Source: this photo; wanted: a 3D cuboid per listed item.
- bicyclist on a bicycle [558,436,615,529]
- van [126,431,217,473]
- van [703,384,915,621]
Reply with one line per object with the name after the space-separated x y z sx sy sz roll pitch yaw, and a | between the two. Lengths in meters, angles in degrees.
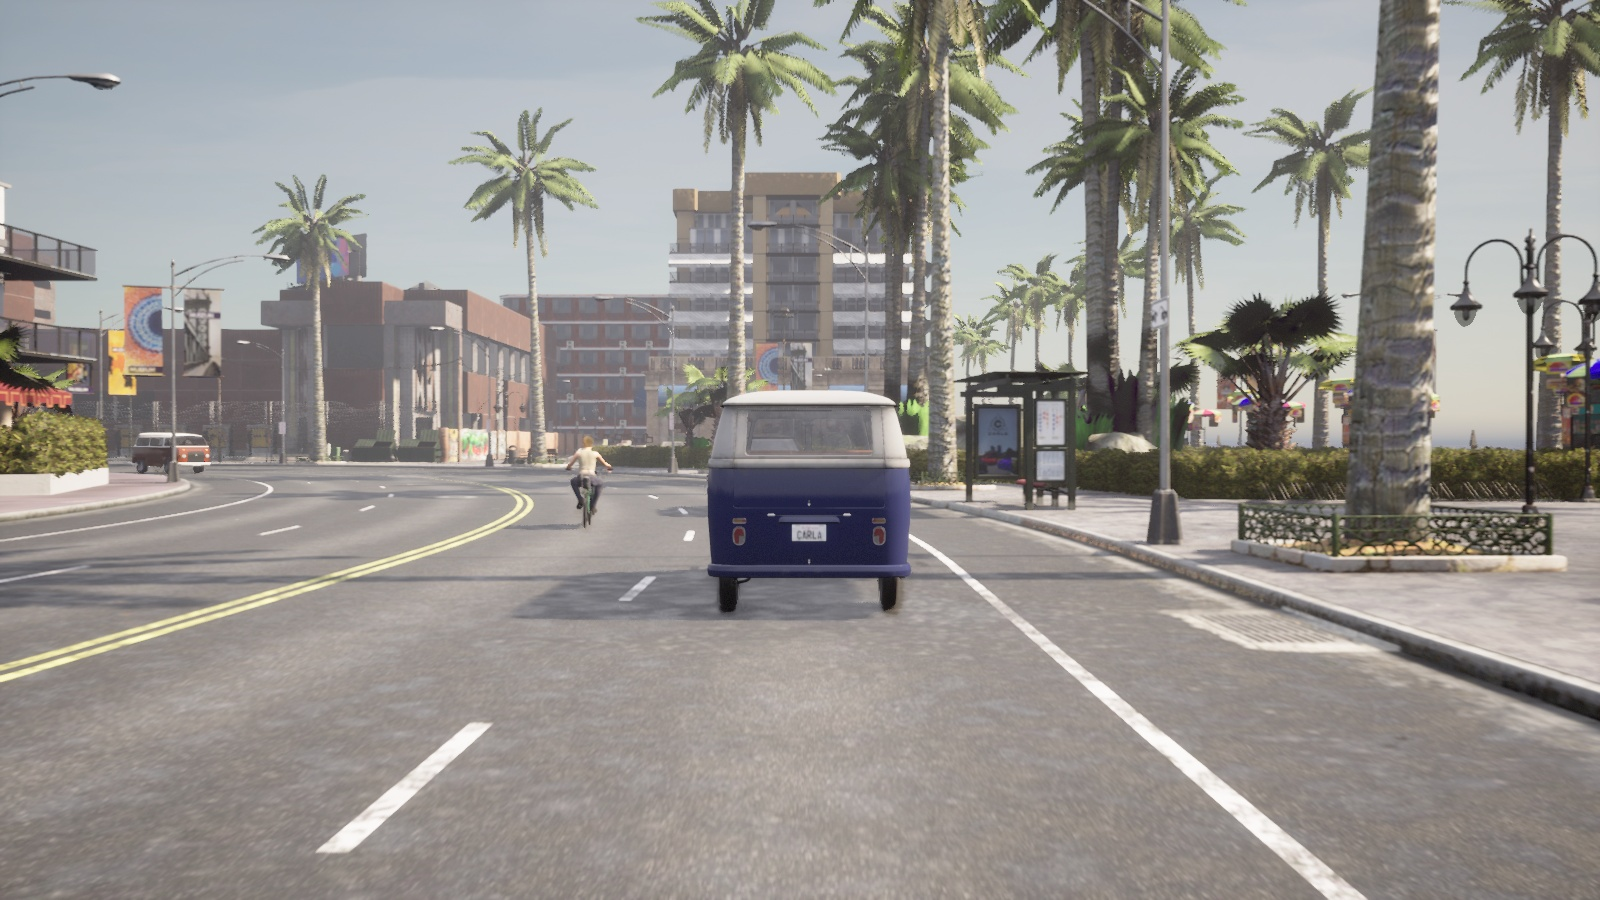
-3.786 0.554 22.399 0.866 1.612 1.509 0 0 -5 | bicyclist on a bicycle
-31.244 0.093 62.374 4.480 2.038 2.069 0 0 33 | van
0.087 0.427 12.733 1.775 1.987 4.442 0 0 0 | van
